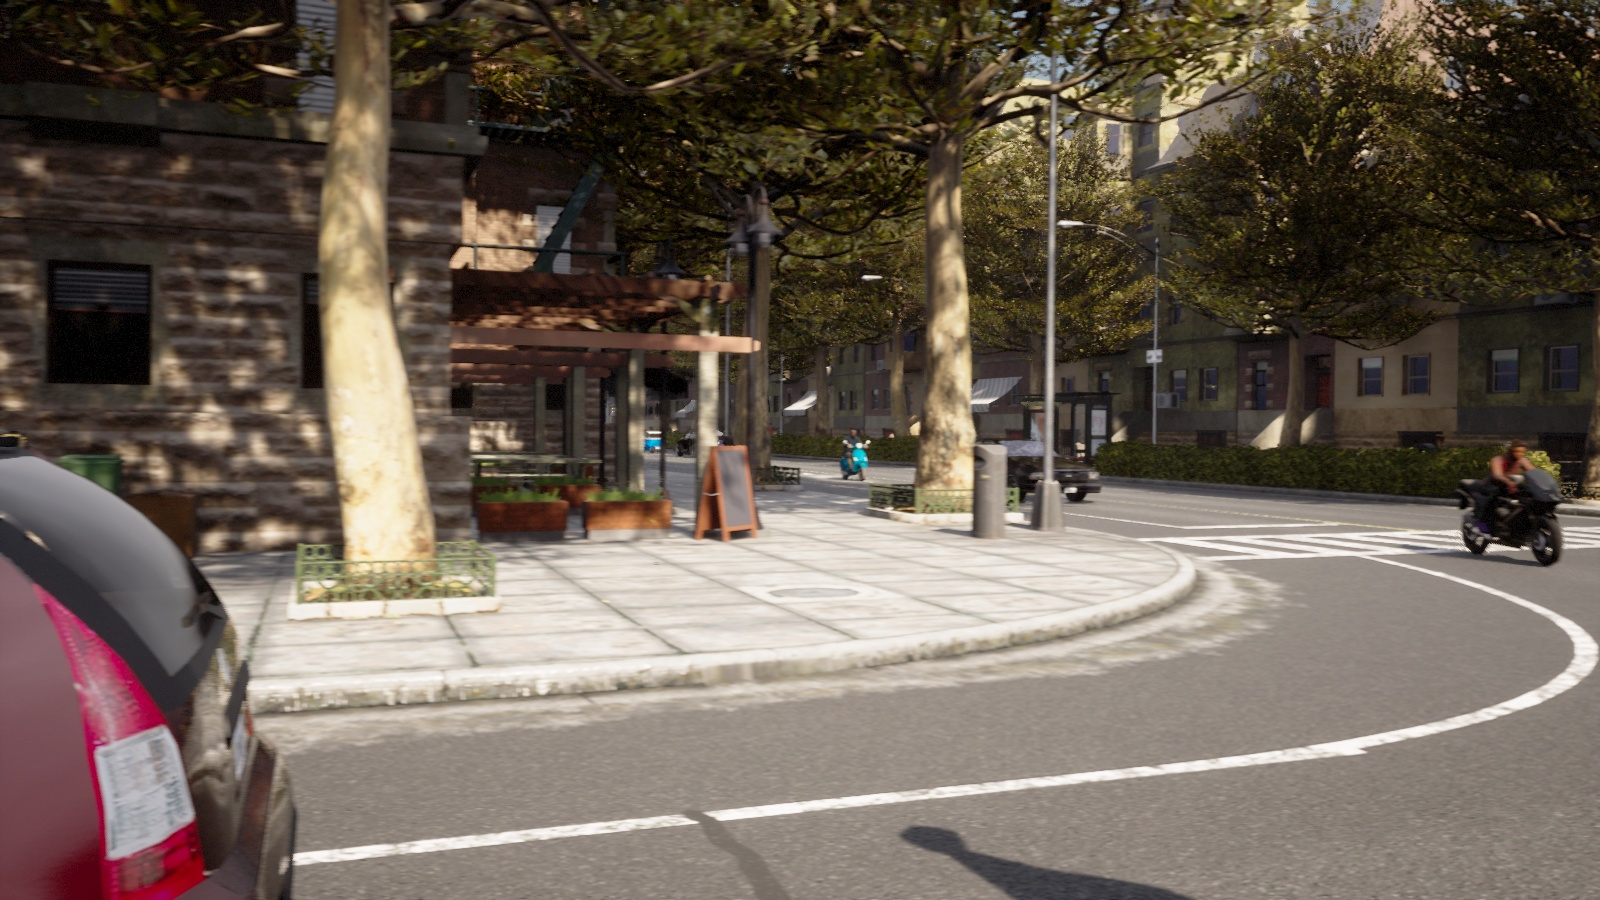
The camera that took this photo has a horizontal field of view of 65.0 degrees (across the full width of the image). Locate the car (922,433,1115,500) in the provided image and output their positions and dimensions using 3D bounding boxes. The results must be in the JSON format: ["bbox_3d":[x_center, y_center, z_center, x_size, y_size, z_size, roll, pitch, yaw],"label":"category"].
[{"bbox_3d":[4.966,0.312,29.482,2.033,1.411,5.357,-1,1,-21],"label":"car"}]

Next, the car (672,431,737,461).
[{"bbox_3d":[-5.076,-0.225,66.203,2.163,1.488,4.792,-1,1,-21],"label":"car"}]

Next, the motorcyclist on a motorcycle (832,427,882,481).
[{"bbox_3d":[1.713,0.111,38.145,0.866,1.590,1.817,-1,0,-21],"label":"motorcyclist on a motorcycle"}]

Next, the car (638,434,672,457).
[{"bbox_3d":[-8.772,-0.286,75.837,1.481,1.376,2.207,-1,1,-23],"label":"car"}]

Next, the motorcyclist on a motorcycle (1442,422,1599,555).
[{"bbox_3d":[8.954,0.429,15.602,0.797,1.523,2.044,-2,1,-3],"label":"motorcyclist on a motorcycle"}]

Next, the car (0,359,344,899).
[{"bbox_3d":[-2.910,0.693,2.133,3.988,1.617,1.851,-1,1,-21],"label":"car"}]
